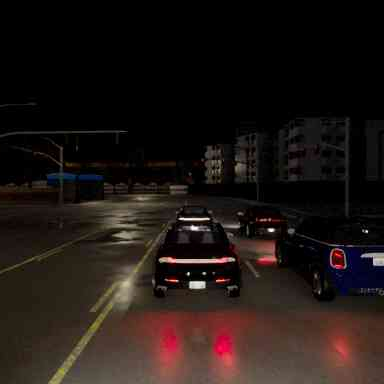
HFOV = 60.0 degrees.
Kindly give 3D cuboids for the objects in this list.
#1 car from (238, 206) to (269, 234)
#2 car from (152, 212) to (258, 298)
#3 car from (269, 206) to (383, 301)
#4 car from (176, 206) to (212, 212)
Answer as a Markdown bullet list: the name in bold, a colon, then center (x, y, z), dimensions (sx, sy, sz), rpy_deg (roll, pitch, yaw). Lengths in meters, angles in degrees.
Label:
- **car**: center (3.613, 1.482, 17.592), dimensions (1.837, 1.490, 4.892), rpy_deg (0, 0, 0)
- **car**: center (0.104, 1.500, 8.564), dimensions (2.128, 1.511, 4.902), rpy_deg (0, 0, 0)
- **car**: center (3.605, 1.351, 8.471), dimensions (2.097, 1.767, 4.553), rpy_deg (0, 0, 0)
- **car**: center (0.115, 1.474, 17.977), dimensions (2.128, 1.511, 4.902), rpy_deg (0, 0, 0)
